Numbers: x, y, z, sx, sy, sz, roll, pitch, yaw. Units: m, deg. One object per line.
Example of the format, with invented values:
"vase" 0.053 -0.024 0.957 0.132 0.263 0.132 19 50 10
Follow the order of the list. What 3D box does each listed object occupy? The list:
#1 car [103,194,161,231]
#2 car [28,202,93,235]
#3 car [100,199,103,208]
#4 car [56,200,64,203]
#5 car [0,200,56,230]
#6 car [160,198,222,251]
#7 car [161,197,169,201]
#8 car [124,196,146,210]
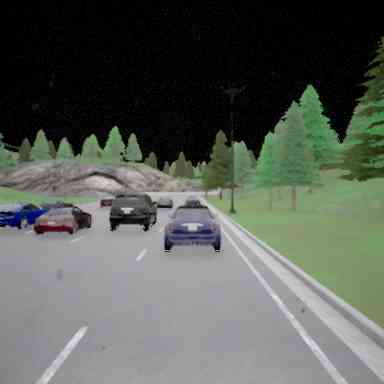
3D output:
"car" -3.404 1.123 20.091 2.150 2.045 5.566 0 0 0
"car" -6.903 1.474 18.316 1.994 1.385 4.181 0 0 0
"car" -10.405 1.268 43.022 1.882 1.535 5.008 0 0 0
"car" -13.913 1.435 33.952 1.895 1.301 4.718 0 0 0
"car" -10.404 1.379 20.178 1.882 1.535 5.008 0 0 0
"car" 0.040 1.283 13.825 2.097 1.767 4.553 0 0 1
"car" -3.407 1.358 42.037 1.994 1.385 4.181 0 0 0
"car" -6.907 1.307 40.478 1.837 1.490 4.892 0 0 0
